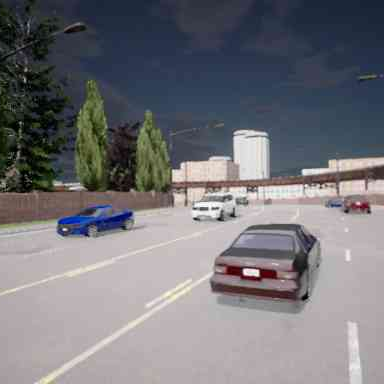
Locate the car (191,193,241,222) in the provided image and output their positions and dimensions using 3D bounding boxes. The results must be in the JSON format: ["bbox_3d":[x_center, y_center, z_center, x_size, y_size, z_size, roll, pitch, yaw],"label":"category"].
[{"bbox_3d":[1.834,1.106,25.460,2.150,2.045,5.566,-1,0,22],"label":"car"}]

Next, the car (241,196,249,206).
[{"bbox_3d":[9.844,1.857,65.997,2.150,2.045,5.566,0,-2,-1],"label":"car"}]

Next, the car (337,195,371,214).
[{"bbox_3d":[15.240,1.033,31.212,2.097,1.767,4.553,-1,0,18],"label":"car"}]

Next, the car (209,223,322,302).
[{"bbox_3d":[2.113,1.484,8.342,2.033,1.411,5.357,-1,0,24],"label":"car"}]

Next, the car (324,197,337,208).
[{"bbox_3d":[18.121,1.346,42.095,1.994,1.385,4.181,-1,-1,11],"label":"car"}]

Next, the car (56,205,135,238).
[{"bbox_3d":[-5.130,1.510,18.325,1.882,1.535,5.008,-1,0,24],"label":"car"}]
